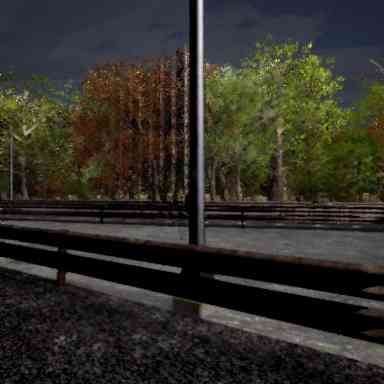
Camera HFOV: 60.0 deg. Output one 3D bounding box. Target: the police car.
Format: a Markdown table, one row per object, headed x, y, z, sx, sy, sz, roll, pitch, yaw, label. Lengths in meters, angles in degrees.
| x | y | z | sx | sy | sz | roll | pitch | yaw | label |
| --- | --- | --- | --- | --- | --- | --- | --- | --- | --- |
| 9.125 | 1.494 | 24.721 | 5.238 | 1.638 | 1.930 | 0 | 0 | 16 | police car |
